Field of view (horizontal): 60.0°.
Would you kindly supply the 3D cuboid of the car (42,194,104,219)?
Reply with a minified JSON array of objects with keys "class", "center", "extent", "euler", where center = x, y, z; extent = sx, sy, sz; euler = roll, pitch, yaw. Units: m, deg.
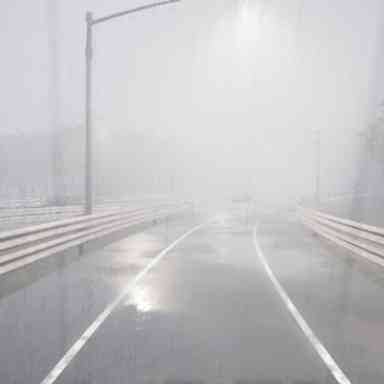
[{"class":"car","center":[-10.839,1.241,30.586],"extent":[2.150,2.045,5.566],"euler":[1,1,40]}]

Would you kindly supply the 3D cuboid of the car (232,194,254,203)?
[{"class":"car","center":[8.062,0.994,52.718],"extent":[1.994,1.385,4.181],"euler":[1,2,40]}]

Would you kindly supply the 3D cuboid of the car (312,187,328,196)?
[{"class":"car","center":[30.382,-0.071,78.846],"extent":[2.150,2.045,5.566],"euler":[1,2,41]}]
